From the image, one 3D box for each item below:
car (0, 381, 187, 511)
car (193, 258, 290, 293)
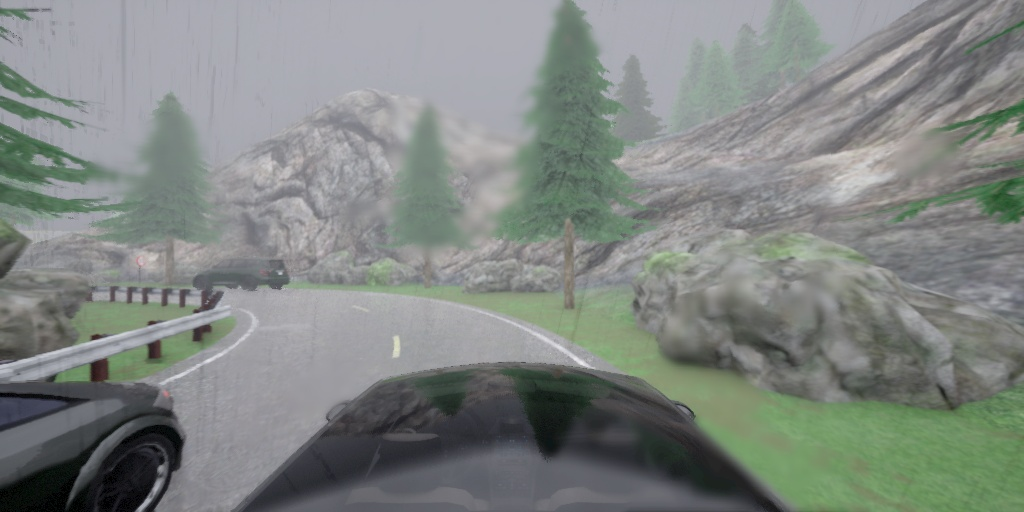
[{"bbox_3d":[-3.656,1.313,1.208,1.994,1.385,4.181,0,0,-2],"label":"car"},{"bbox_3d":[-16.935,1.172,22.555,5.566,2.045,2.150,0,-1,9],"label":"car"}]
